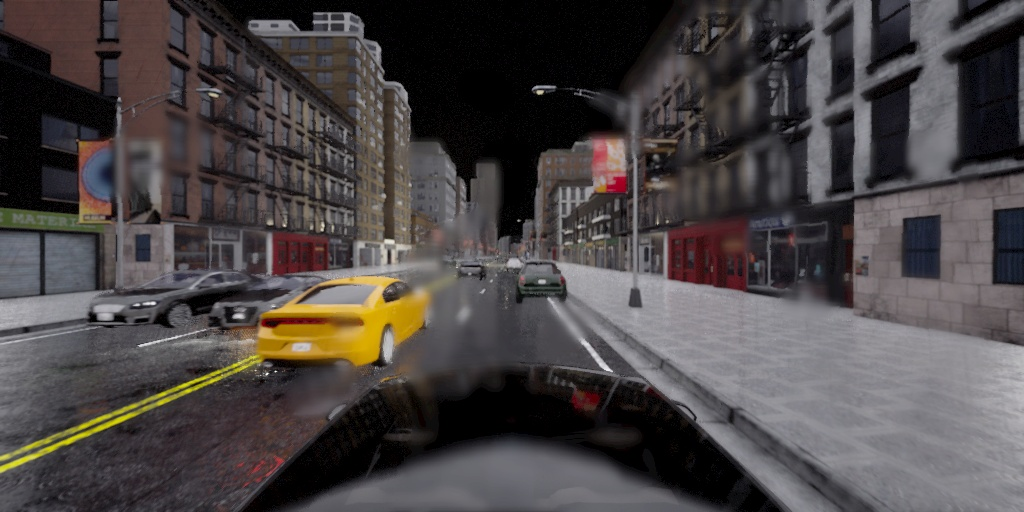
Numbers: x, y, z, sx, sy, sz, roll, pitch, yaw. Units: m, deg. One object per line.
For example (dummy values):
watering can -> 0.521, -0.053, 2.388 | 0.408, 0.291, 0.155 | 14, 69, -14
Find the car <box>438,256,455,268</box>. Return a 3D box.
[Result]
car -> -9.602, 0.777, 53.478 | 2.097, 1.767, 4.553 | 0, 0, 1

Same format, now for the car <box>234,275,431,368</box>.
car -> -3.127, 1.191, 7.820 | 1.882, 1.535, 5.008 | 0, 0, 0

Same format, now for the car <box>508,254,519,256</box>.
car -> 0.228, 0.630, 55.899 | 2.150, 2.045, 5.566 | 0, 0, 0

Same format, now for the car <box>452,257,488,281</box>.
car -> -3.040, 1.077, 28.318 | 2.128, 1.511, 4.902 | 0, 0, 0

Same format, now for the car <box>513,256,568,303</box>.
car -> 1.196, 1.013, 16.237 | 2.097, 1.767, 4.553 | 0, 0, 0

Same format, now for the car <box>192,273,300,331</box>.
car -> -6.566, 1.261, 10.648 | 1.994, 1.385, 4.181 | 0, 0, 0

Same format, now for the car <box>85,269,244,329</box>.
car -> -9.812, 1.186, 11.109 | 2.128, 1.511, 4.902 | 0, 0, 0

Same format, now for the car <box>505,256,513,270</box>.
car -> 0.248, 1.008, 44.373 | 1.812, 1.442, 4.674 | 0, 0, 0
